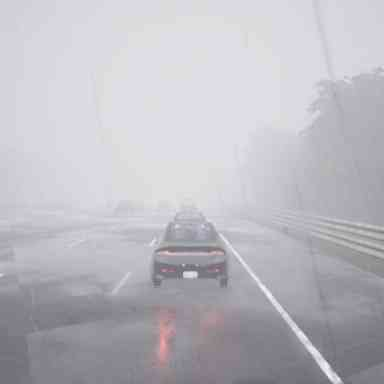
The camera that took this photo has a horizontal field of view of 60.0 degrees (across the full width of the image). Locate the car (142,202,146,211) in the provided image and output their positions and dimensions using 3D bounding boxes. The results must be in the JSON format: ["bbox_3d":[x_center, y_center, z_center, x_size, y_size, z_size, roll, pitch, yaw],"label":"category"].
[{"bbox_3d":[-7.652,2.023,47.129,1.895,1.301,4.718,0,-1,-2],"label":"car"}]

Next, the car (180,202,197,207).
[{"bbox_3d":[-0.293,1.803,28.283,2.033,1.411,5.357,0,-1,-1],"label":"car"}]

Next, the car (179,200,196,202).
[{"bbox_3d":[-0.403,1.915,37.789,1.994,1.385,4.181,0,-1,-1],"label":"car"}]

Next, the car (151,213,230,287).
[{"bbox_3d":[-0.051,1.569,9.522,2.128,1.511,4.902,0,0,0],"label":"car"}]

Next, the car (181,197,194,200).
[{"bbox_3d":[-0.641,1.668,47.200,2.150,2.045,5.566,0,-1,-2],"label":"car"}]

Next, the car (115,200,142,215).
[{"bbox_3d":[-7.411,1.684,38.150,2.097,1.767,4.553,0,-1,-1],"label":"car"}]

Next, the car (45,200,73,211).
[{"bbox_3d":[-18.342,1.877,47.089,2.128,1.511,4.902,0,-1,-2],"label":"car"}]

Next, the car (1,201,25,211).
[{"bbox_3d":[-25.366,1.969,47.700,1.895,1.301,4.718,0,-1,-2],"label":"car"}]

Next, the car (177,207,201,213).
[{"bbox_3d":[-0.146,1.763,18.824,1.895,1.301,4.718,0,-1,-1],"label":"car"}]

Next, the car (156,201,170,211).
[{"bbox_3d":[-4.178,1.993,48.272,2.033,1.411,5.357,0,-1,-2],"label":"car"}]

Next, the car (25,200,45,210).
[{"bbox_3d":[-21.892,1.883,48.906,2.128,1.511,4.902,0,-1,-2],"label":"car"}]
